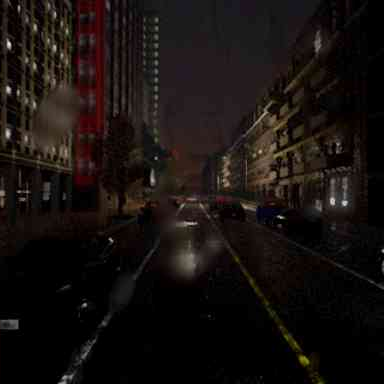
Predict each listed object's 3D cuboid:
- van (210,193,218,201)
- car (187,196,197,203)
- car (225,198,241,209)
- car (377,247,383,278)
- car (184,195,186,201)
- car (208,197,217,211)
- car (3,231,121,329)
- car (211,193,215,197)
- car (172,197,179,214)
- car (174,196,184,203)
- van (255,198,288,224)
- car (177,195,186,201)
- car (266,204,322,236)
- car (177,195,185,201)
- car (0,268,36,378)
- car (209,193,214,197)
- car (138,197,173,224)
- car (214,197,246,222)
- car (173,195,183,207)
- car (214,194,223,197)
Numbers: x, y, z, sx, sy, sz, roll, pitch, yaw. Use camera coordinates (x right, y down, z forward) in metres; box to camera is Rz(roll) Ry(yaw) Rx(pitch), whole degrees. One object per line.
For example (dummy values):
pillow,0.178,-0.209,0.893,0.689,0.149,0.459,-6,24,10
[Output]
van,5.706,1.264,86.194,1.690,1.788,3.998,1,0,0
car,0.001,1.534,70.057,1.895,1.301,4.718,0,0,0
car,5.699,1.559,46.599,1.802,1.307,4.206,1,0,0
car,5.697,1.559,7.002,2.008,1.369,4.403,1,0,0
car,-2.677,1.377,63.605,1.967,1.590,4.097,1,0,0
car,3.026,1.579,39.926,1.895,1.301,4.718,0,0,1
car,-2.684,1.557,7.036,1.947,1.339,4.313,1,0,0
car,5.702,1.498,69.225,2.008,1.369,4.403,1,0,0
car,-2.682,1.552,35.322,1.802,1.307,4.206,1,0,0
car,-2.679,1.495,69.262,1.947,1.339,4.313,1,0,0
van,5.701,1.338,23.972,1.690,1.788,3.998,1,0,0
car,-2.677,1.455,86.231,2.008,1.369,4.403,1,0,0
car,5.698,1.567,18.315,1.947,1.339,4.313,1,0,0
car,-2.678,1.457,80.575,1.887,1.381,4.507,1,0,0
car,-2.684,1.539,1.379,1.887,1.381,4.507,1,0,0
car,5.703,1.481,80.538,2.008,1.369,4.403,1,0,0
car,-2.680,1.419,24.009,1.967,1.590,4.097,1,0,0
car,3.045,1.467,26.373,1.882,1.535,5.008,0,0,1
car,-2.678,1.399,46.635,1.967,1.590,4.097,1,0,0
car,5.701,1.537,63.569,1.802,1.307,4.206,1,0,0
